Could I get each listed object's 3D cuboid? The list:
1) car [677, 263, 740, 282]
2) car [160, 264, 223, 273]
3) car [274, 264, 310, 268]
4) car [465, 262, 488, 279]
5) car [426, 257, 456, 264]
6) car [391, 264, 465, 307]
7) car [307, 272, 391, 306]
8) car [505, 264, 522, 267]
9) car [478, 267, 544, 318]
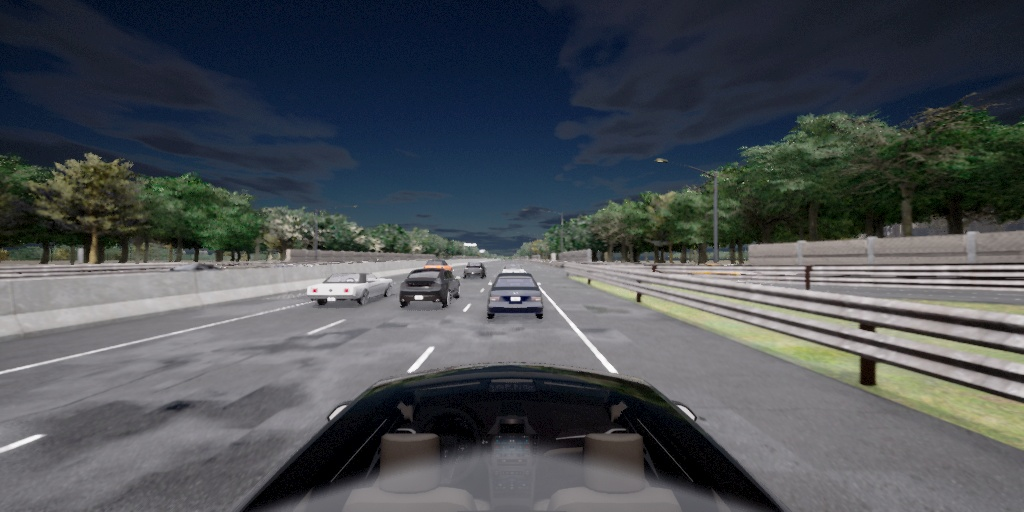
[{"bbox_3d":[15.831,1.359,29.263,1.882,1.535,5.008,1,-1,-22],"label":"car"},{"bbox_3d":[-24.564,1.317,27.592,1.812,1.442,4.674,0,0,0],"label":"car"},{"bbox_3d":[-17.552,1.397,29.082,1.895,1.301,4.718,0,0,0],"label":"car"},{"bbox_3d":[-3.389,1.302,33.717,2.128,1.511,4.902,0,0,0],"label":"car"},{"bbox_3d":[-6.889,1.162,33.471,2.097,1.767,4.553,0,0,0],"label":"car"},{"bbox_3d":[-3.395,1.269,15.506,1.837,1.490,4.892,0,0,0],"label":"car"},{"bbox_3d":[-6.895,1.366,15.938,1.895,1.301,4.718,0,0,0],"label":"car"},{"bbox_3d":[0.103,1.406,32.213,1.895,1.301,4.718,0,0,0],"label":"car"},{"bbox_3d":[0.105,1.307,13.019,2.033,1.411,5.357,0,0,0],"label":"car"}]
